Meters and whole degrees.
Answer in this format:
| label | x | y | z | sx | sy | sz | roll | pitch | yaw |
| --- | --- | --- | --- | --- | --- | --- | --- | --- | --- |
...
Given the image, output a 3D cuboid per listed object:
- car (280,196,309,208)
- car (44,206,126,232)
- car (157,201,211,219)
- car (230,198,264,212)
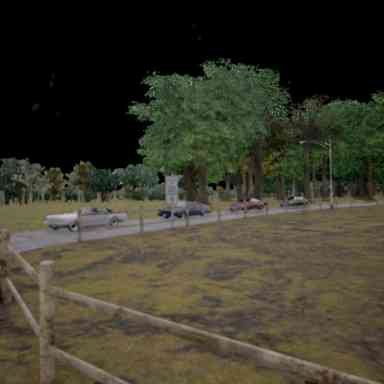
| label | x | y | z | sx | sy | sz | roll | pitch | yaw |
| --- | --- | --- | --- | --- | --- | --- | --- | --- | --- |
| car | 13.182 | 1.283 | 42.623 | 4.674 | 1.442 | 1.812 | -1 | -1 | -41 |
| car | -6.346 | 1.550 | 20.124 | 1.895 | 1.301 | 4.718 | -2 | -1 | 36 |
| car | -0.502 | 1.447 | 27.982 | 2.033 | 1.411 | 5.357 | -2 | -1 | 38 |
| car | 5.940 | 1.360 | 35.558 | 1.812 | 1.442 | 4.674 | -2 | -1 | 43 |
